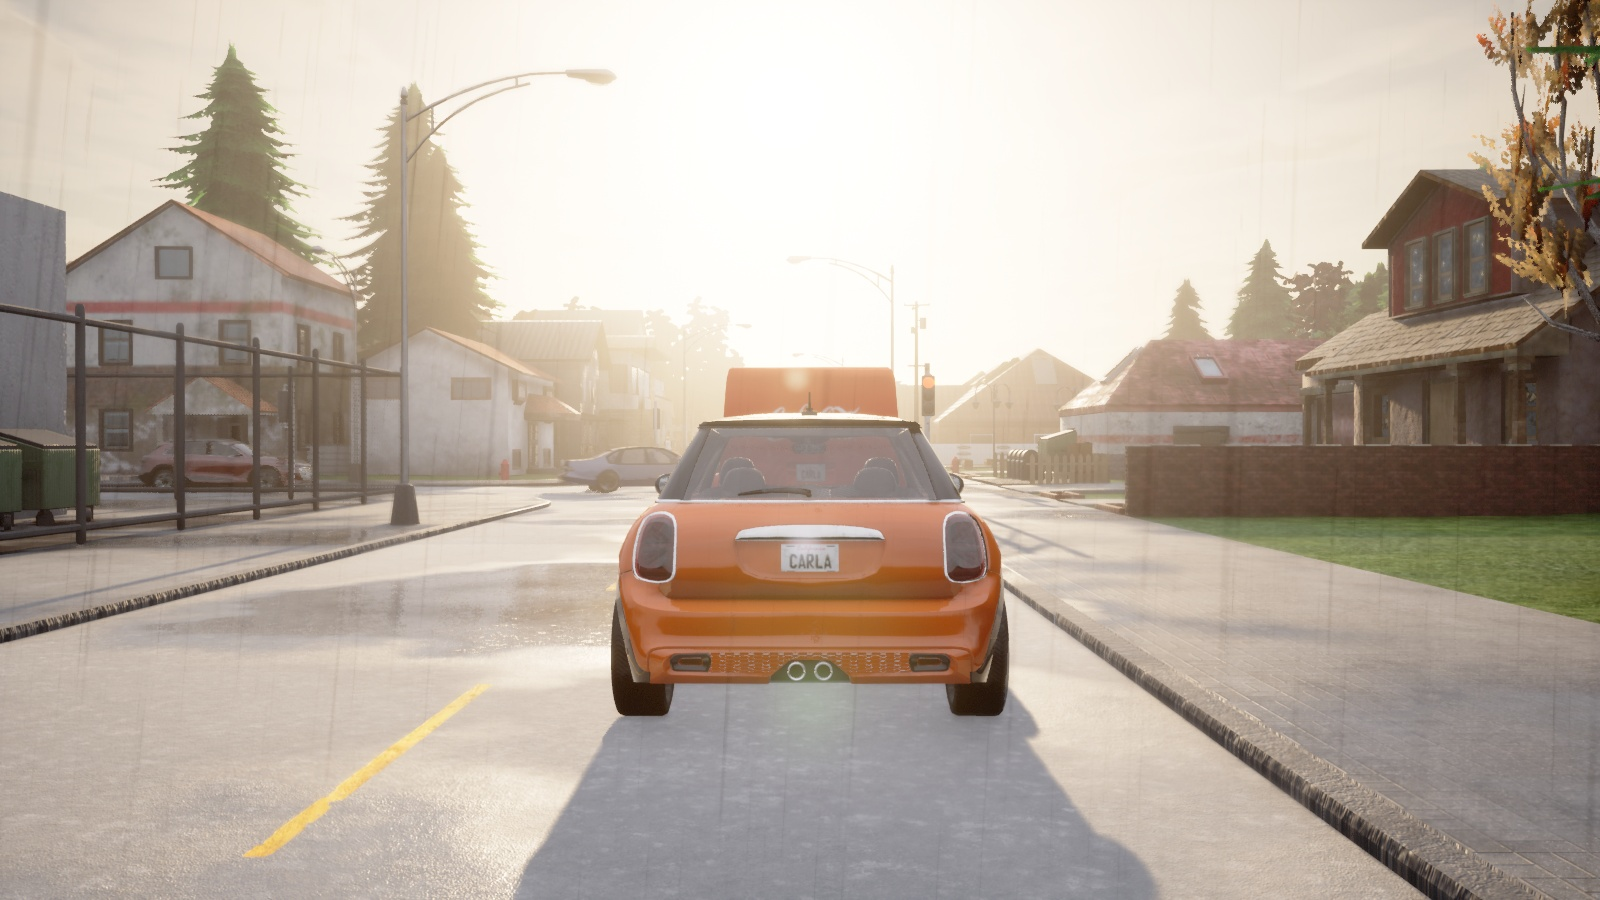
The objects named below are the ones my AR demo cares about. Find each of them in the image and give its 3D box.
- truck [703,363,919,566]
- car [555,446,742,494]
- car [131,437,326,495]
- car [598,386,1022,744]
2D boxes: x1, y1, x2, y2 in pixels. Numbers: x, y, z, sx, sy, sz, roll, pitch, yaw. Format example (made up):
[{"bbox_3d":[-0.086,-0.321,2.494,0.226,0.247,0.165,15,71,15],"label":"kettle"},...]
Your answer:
[{"bbox_3d":[0.125,0.159,17.875,2.627,2.467,5.204,0,0,0],"label":"truck"},{"bbox_3d":[-4.620,0.574,38.322,5.357,1.411,2.033,0,0,-20],"label":"car"},{"bbox_3d":[-16.866,0.453,37.212,4.856,1.649,2.033,0,0,0],"label":"car"},{"bbox_3d":[0.062,0.557,8.482,2.097,1.767,4.553,0,0,0],"label":"car"}]
